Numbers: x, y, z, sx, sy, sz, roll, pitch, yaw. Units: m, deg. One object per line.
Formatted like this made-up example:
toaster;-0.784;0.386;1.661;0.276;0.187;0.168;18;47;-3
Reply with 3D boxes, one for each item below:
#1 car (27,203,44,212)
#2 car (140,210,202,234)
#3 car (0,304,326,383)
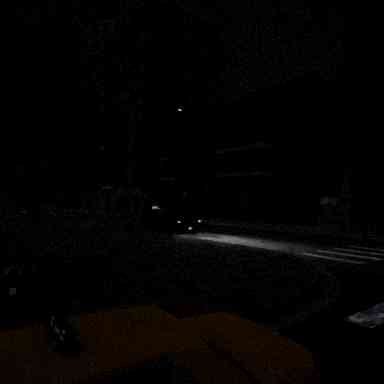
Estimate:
car;-25.277;2.553;53.754;1.837;1.490;4.892;2;-2;-36
car;-1.397;1.831;21.057;1.895;1.301;4.718;2;-2;-36
car;-1.079;1.526;2.051;4.829;1.417;1.752;0;1;-36
